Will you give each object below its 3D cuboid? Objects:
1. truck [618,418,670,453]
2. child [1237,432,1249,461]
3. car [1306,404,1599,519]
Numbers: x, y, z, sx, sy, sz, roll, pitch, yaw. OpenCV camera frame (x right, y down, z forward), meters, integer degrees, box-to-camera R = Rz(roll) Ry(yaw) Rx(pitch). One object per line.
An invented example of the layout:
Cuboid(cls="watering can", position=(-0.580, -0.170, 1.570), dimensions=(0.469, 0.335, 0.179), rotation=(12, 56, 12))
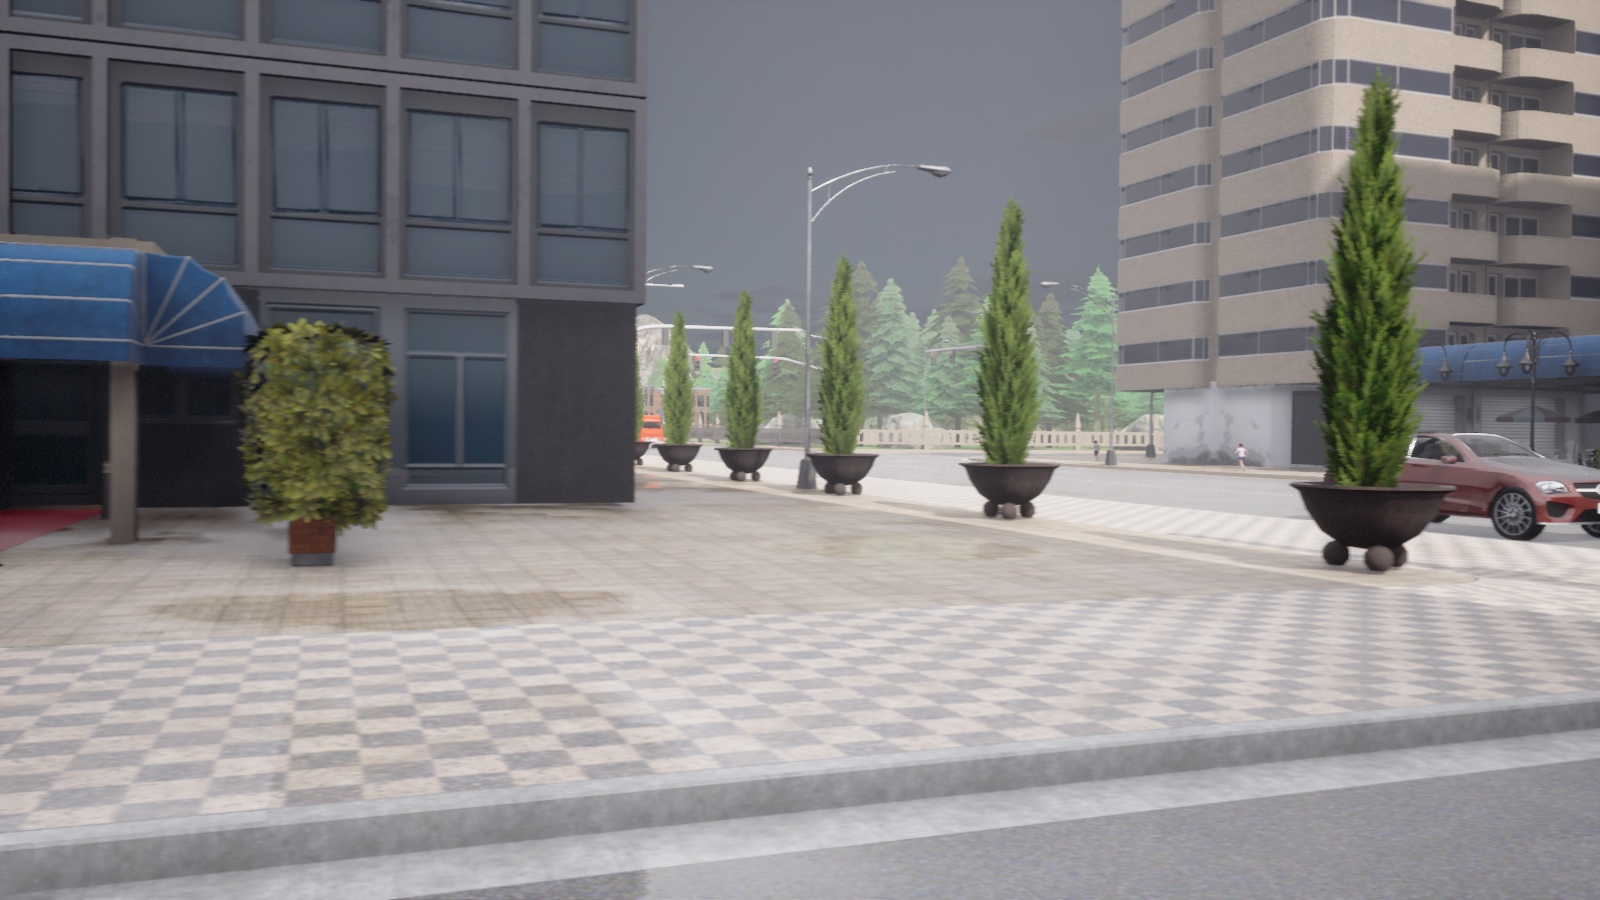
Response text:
Cuboid(cls="truck", position=(-11.500, -1.065, 92.204), dimensions=(2.627, 2.467, 5.204), rotation=(-1, 1, -20))
Cuboid(cls="child", position=(16.811, -0.125, 47.668), dimensions=(0.255, 1.110, 0.394), rotation=(-1, 1, -20))
Cuboid(cls="car", position=(11.066, 0.118, 20.819), dimensions=(2.152, 1.651, 5.027), rotation=(-1, 1, -20))
